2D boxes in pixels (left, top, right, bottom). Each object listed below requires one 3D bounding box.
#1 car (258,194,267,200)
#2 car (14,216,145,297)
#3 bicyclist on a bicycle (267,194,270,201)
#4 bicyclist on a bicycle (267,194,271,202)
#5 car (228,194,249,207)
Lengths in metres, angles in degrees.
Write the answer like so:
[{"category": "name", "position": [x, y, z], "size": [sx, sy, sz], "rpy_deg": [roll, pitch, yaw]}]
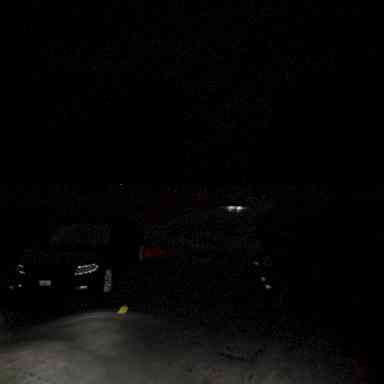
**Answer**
[{"category": "car", "position": [16.840, 1.198, 79.798], "size": [2.033, 1.411, 5.357], "rpy_deg": [0, 1, 5]}, {"category": "car", "position": [-2.603, 1.464, 8.848], "size": [1.882, 1.535, 5.008], "rpy_deg": [0, 0, 5]}, {"category": "bicyclist on a bicycle", "position": [16.621, 1.198, 72.254], "size": [0.582, 1.620, 1.656], "rpy_deg": [0, 0, 9]}, {"category": "bicyclist on a bicycle", "position": [15.080, 1.258, 64.397], "size": [0.582, 1.620, 1.656], "rpy_deg": [1, 0, 13]}, {"category": "car", "position": [6.725, 1.409, 49.579], "size": [2.033, 1.411, 5.357], "rpy_deg": [1, 0, 18]}]
